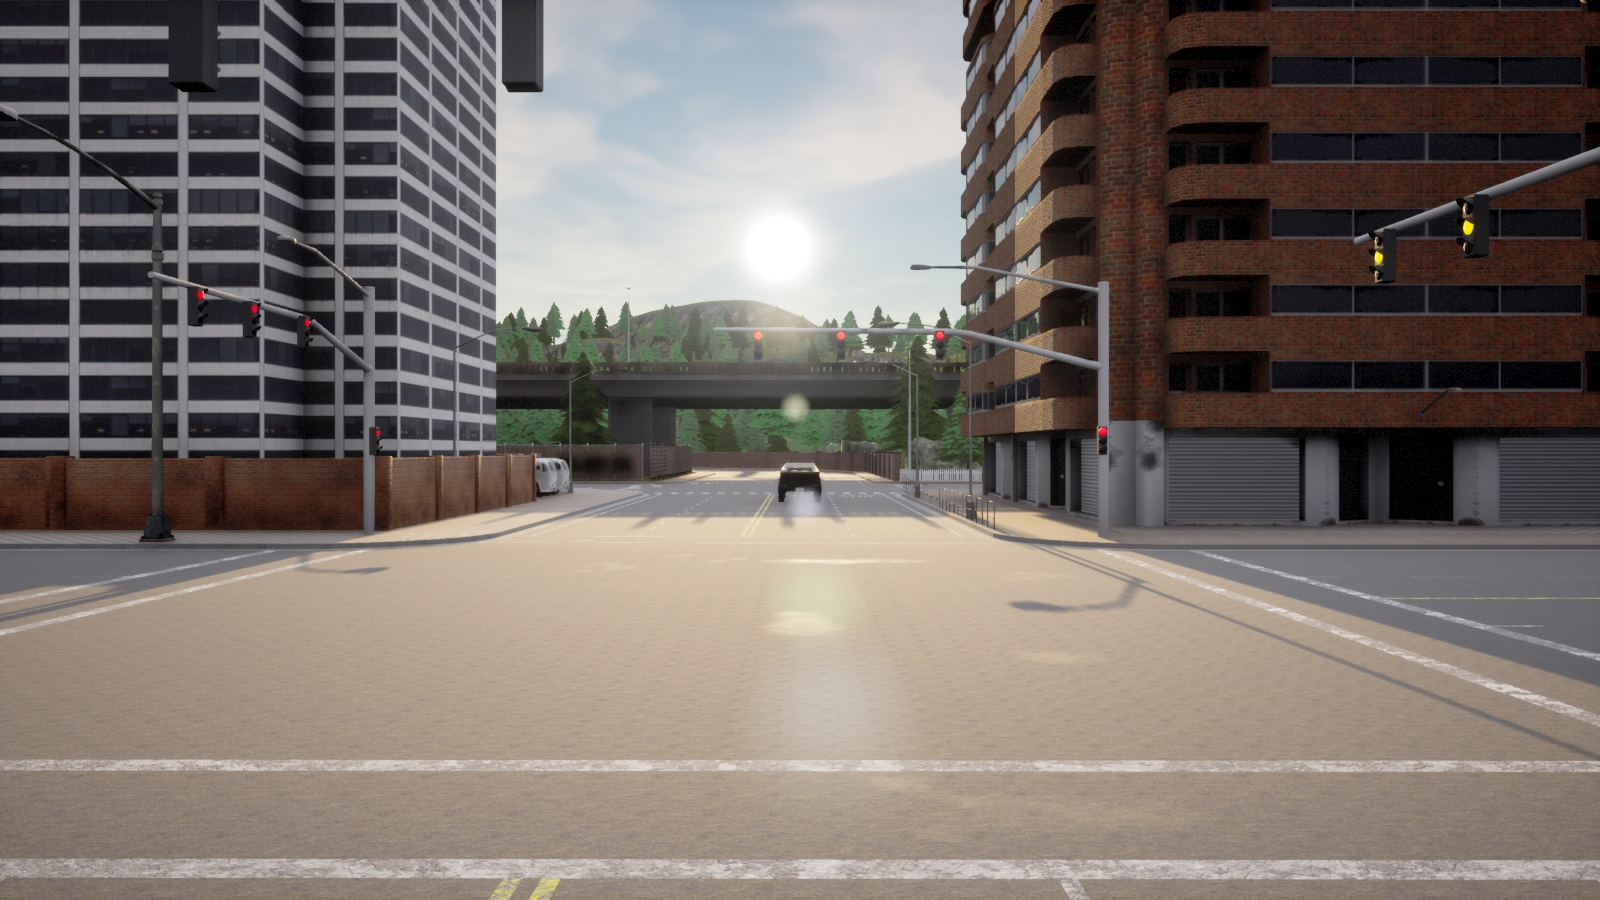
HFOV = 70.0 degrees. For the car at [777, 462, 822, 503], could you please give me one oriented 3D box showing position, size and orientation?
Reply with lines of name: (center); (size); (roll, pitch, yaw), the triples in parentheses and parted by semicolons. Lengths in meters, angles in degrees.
car: (-0.005, 1.750, 63.997); (2.390, 2.098, 6.274); (0, 0, 0)
